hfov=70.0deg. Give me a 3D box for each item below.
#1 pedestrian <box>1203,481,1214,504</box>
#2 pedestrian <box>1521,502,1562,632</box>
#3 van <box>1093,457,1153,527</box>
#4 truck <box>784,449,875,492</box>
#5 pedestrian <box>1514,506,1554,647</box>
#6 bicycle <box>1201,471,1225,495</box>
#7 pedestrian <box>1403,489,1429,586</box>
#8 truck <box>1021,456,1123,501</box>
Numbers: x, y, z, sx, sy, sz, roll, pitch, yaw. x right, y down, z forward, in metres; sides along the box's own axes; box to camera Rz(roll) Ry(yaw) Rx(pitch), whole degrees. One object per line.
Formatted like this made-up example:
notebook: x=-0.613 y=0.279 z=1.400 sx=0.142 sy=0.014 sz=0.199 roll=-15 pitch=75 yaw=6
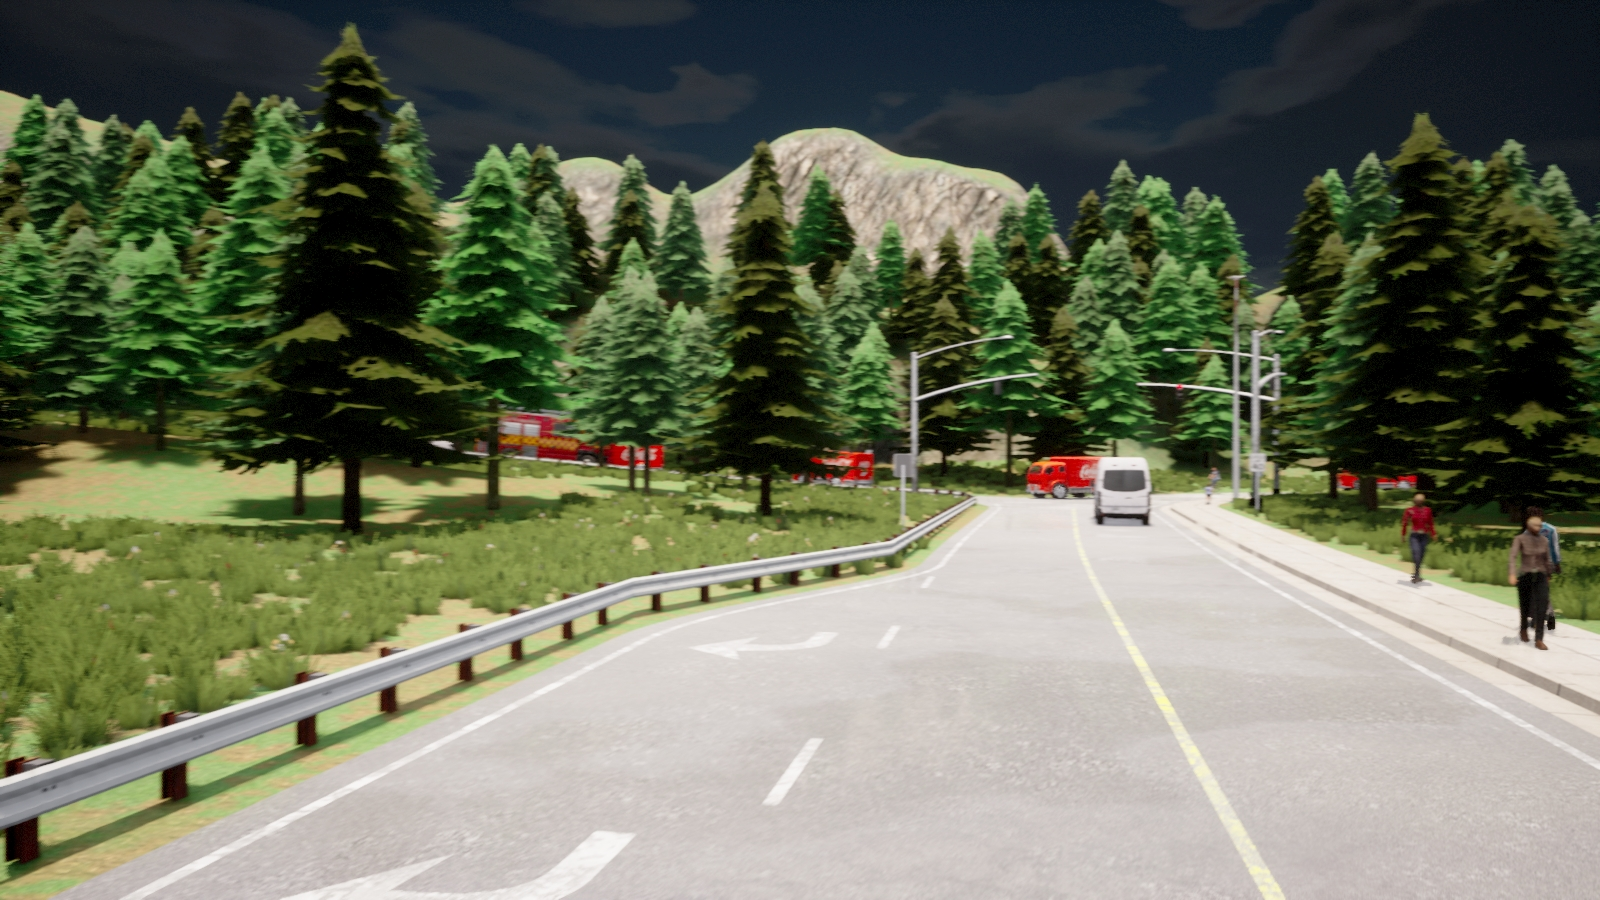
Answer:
pedestrian: x=20.313 y=2.122 z=56.772 sx=0.500 sy=1.100 sz=0.500 roll=0 pitch=0 yaw=23
pedestrian: x=10.851 y=1.697 z=16.728 sx=0.375 sy=1.860 sz=0.375 roll=0 pitch=0 yaw=4
van: x=12.700 y=1.562 z=45.225 sx=1.988 sy=2.561 sz=5.915 roll=0 pitch=0 yaw=13
truck: x=1.916 y=1.294 z=74.280 sx=5.204 sy=2.467 sz=2.627 roll=3 pitch=2 yaw=35
pedestrian: x=9.935 y=1.697 z=15.475 sx=0.375 sy=1.860 sz=0.375 roll=0 pitch=0 yaw=17
bicycle: x=26.486 y=2.123 z=73.294 sx=1.643 sy=1.496 sz=0.373 roll=0 pitch=0 yaw=-24
pedestrian: x=12.072 y=1.703 z=22.398 sx=0.375 sy=1.860 sz=0.375 roll=0 pitch=0 yaw=14
truck: x=15.979 y=1.627 z=67.241 sx=5.204 sy=2.467 sz=2.627 roll=0 pitch=1 yaw=-19
